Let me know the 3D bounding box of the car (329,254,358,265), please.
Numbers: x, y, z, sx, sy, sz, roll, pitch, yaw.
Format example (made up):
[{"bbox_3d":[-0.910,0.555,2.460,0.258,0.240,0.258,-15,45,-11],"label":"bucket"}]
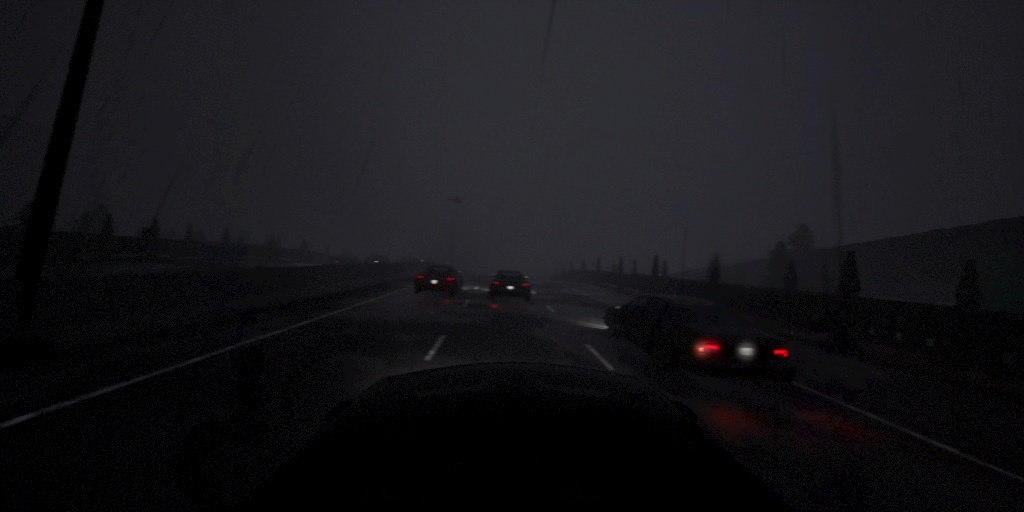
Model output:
[{"bbox_3d":[-18.622,0.431,40.127,1.895,1.301,4.718,4,-3,-2],"label":"car"}]

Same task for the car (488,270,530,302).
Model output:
[{"bbox_3d":[-0.152,1.412,18.319,1.994,1.385,4.181,4,0,-2],"label":"car"}]

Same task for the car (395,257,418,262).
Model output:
[{"bbox_3d":[-11.627,0.812,40.046,1.882,1.535,5.008,4,-3,-2],"label":"car"}]

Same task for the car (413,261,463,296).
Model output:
[{"bbox_3d":[-3.650,1.151,18.451,1.994,1.385,4.181,4,0,-2],"label":"car"}]

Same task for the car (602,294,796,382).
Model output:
[{"bbox_3d":[3.745,1.622,8.393,2.033,1.411,5.357,4,0,-2],"label":"car"}]

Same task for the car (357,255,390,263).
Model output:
[{"bbox_3d":[-15.128,0.612,40.227,1.837,1.490,4.892,4,-3,-2],"label":"car"}]
